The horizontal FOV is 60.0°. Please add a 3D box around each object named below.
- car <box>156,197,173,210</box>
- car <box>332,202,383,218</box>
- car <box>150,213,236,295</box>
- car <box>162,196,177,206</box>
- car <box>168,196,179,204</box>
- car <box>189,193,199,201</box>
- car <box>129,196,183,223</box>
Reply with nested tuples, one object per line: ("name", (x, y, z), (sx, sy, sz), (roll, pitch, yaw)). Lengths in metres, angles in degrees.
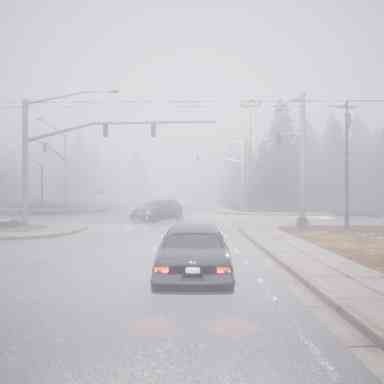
("car", (-3.674, 1.504, 45.022), (1.837, 1.490, 4.892), (0, 0, 0))
("car", (14.692, 1.590, 29.555), (4.181, 1.385, 1.994), (0, 0, 1))
("car", (0.035, 1.545, 8.896), (2.033, 1.411, 5.357), (0, 0, 1))
("car", (-3.665, 1.490, 54.674), (2.128, 1.511, 4.902), (0, 0, 0))
("car", (-3.562, 1.503, 64.552), (1.837, 1.490, 4.892), (0, 0, 1))
("car", (0.414, 1.223, 80.395), (2.150, 2.045, 5.566), (0, 0, 2))
("car", (-2.615, 1.359, 24.899), (2.097, 1.767, 4.553), (1, 0, 34))
